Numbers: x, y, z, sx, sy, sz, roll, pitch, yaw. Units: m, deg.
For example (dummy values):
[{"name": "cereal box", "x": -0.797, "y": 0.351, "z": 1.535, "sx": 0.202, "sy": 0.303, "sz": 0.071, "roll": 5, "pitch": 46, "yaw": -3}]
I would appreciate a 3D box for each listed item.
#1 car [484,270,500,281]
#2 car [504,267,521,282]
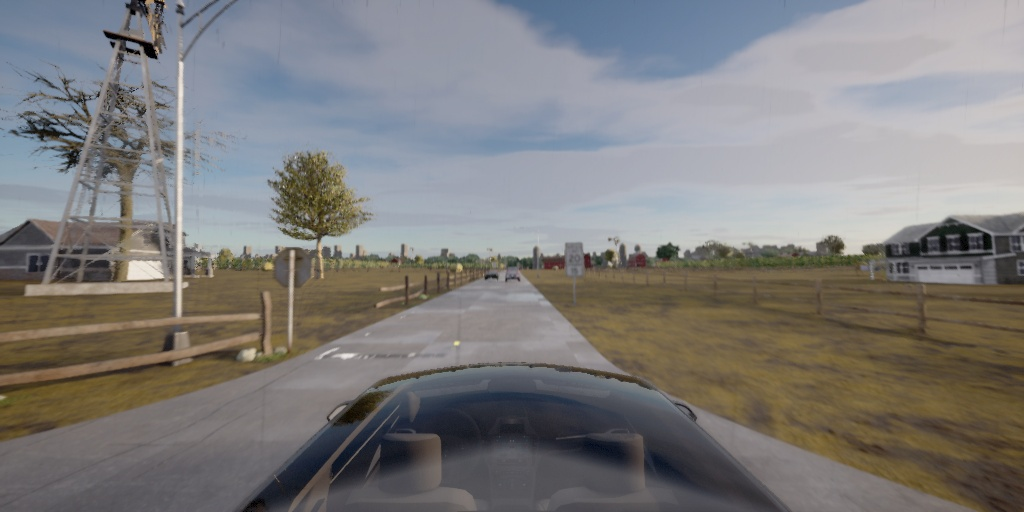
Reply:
[{"name": "car", "x": -2.654, "y": 2.557, "z": 47.873, "sx": 1.895, "sy": 1.301, "sz": 4.718, "roll": -1, "pitch": -2, "yaw": 0}, {"name": "car", "x": 0.084, "y": 2.339, "z": 42.895, "sx": 2.033, "sy": 1.411, "sz": 5.357, "roll": -1, "pitch": -2, "yaw": 0}]
